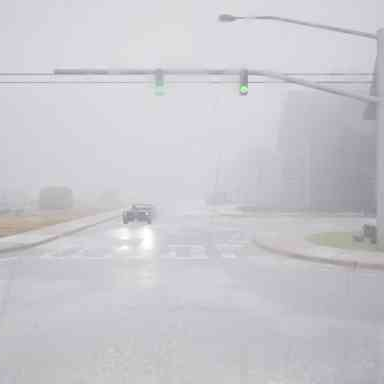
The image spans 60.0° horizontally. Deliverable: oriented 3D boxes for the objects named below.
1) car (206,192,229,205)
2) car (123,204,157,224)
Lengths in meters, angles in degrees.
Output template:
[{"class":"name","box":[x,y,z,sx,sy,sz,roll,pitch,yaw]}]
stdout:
[{"class":"car","box":[3.946,1.000,52.590,1.905,1.878,3.866,-8,4,-42]},{"class":"car","box":[-3.679,1.526,23.975,1.895,1.301,4.718,0,0,0]}]
